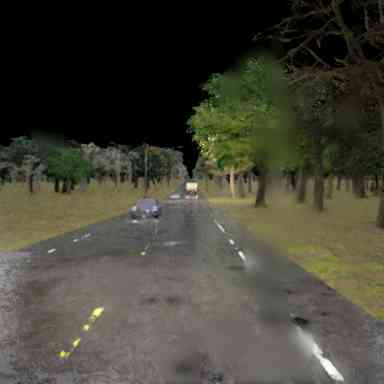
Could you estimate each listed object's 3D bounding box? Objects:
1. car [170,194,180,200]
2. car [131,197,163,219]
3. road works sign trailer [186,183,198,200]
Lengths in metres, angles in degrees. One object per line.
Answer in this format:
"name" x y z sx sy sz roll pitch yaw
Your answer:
"car" -3.513 1.015 69.027 1.895 1.301 4.718 0 1 0
"car" -3.601 1.230 27.191 2.097 1.767 4.553 0 0 0
"road works sign trailer" -0.013 -0.136 70.421 2.380 3.560 2.880 0 1 0
